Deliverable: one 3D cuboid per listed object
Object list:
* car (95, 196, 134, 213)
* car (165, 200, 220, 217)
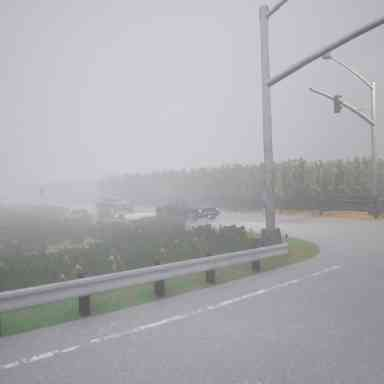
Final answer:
[{"bbox_3d":[-7.022,1.121,29.834,1.837,1.490,4.892,-3,2,-40],"label":"car"},{"bbox_3d":[-0.354,1.177,22.035,1.895,1.301,4.718,-3,2,-41],"label":"car"}]
